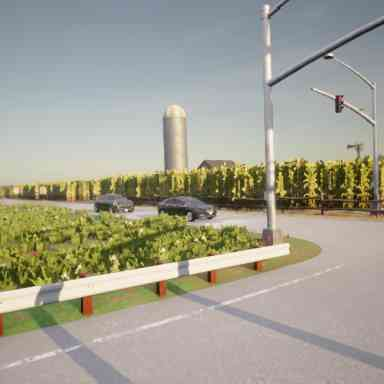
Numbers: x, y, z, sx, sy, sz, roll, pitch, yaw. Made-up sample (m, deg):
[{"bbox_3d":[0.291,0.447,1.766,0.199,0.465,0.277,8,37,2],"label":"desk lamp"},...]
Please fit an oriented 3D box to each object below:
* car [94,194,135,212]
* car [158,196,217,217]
[{"bbox_3d":[-7.072,0.967,30.048,2.097,1.767,4.553,-3,2,-40],"label":"car"},{"bbox_3d":[-0.432,1.080,22.233,1.837,1.490,4.892,-3,2,-40],"label":"car"}]
